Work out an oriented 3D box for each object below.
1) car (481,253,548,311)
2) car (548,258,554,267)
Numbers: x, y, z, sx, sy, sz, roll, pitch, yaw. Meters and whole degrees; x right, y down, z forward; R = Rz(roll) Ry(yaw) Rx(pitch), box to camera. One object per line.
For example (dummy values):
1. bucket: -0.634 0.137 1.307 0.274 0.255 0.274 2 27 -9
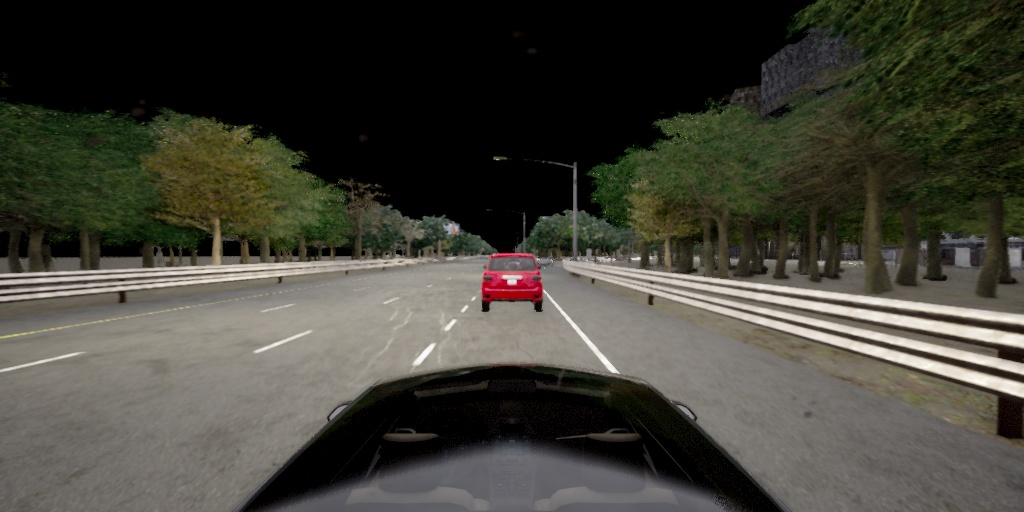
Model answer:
1. car: 0.007 0.922 14.302 2.150 2.045 5.566 0 0 0
2. car: 5.802 1.070 60.656 1.994 1.385 4.181 0 0 21
